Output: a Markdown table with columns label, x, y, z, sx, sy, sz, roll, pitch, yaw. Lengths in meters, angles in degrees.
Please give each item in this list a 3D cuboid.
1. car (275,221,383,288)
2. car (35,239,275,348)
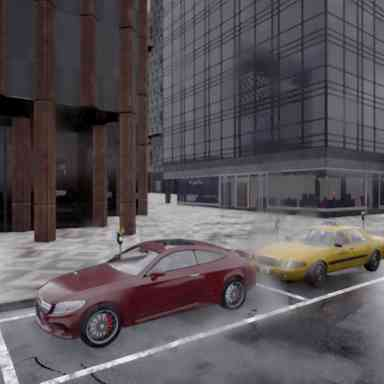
| label | x | y | z | sx | sy | sz | roll | pitch | yaw |
| --- | --- | --- | --- | --- | --- | --- | --- | --- | --- |
| car | 3.687 | 1.523 | 9.263 | 4.829 | 1.417 | 1.752 | 0 | 0 | -35 |
| car | -0.606 | 1.581 | 6.211 | 4.206 | 1.307 | 1.802 | 0 | 0 | -35 |
